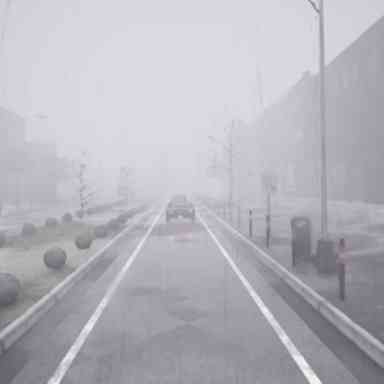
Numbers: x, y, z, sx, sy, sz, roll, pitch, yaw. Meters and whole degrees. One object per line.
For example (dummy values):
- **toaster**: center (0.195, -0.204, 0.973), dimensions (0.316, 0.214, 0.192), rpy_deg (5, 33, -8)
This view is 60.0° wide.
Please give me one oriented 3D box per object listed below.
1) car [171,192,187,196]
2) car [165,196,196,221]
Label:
- **car**: center (-1.594, 0.730, 41.370), dimensions (1.882, 1.535, 5.008), rpy_deg (0, 1, -2)
- **car**: center (-0.796, 1.196, 22.622), dimensions (1.895, 1.301, 4.718), rpy_deg (0, 1, -2)
